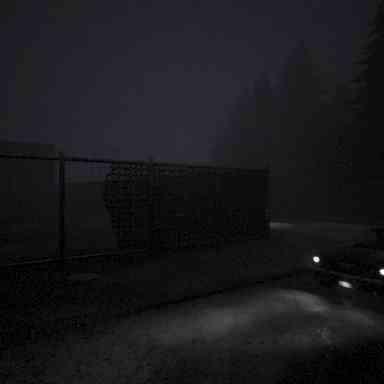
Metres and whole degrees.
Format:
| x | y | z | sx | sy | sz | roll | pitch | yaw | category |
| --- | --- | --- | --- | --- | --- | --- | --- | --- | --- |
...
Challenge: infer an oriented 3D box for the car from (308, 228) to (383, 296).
| x | y | z | sx | sy | sz | roll | pitch | yaw | category |
| --- | --- | --- | --- | --- | --- | --- | --- | --- | --- |
| 4.967 | 1.601 | 8.166 | 4.718 | 1.301 | 1.895 | 0 | 0 | -36 | car |
